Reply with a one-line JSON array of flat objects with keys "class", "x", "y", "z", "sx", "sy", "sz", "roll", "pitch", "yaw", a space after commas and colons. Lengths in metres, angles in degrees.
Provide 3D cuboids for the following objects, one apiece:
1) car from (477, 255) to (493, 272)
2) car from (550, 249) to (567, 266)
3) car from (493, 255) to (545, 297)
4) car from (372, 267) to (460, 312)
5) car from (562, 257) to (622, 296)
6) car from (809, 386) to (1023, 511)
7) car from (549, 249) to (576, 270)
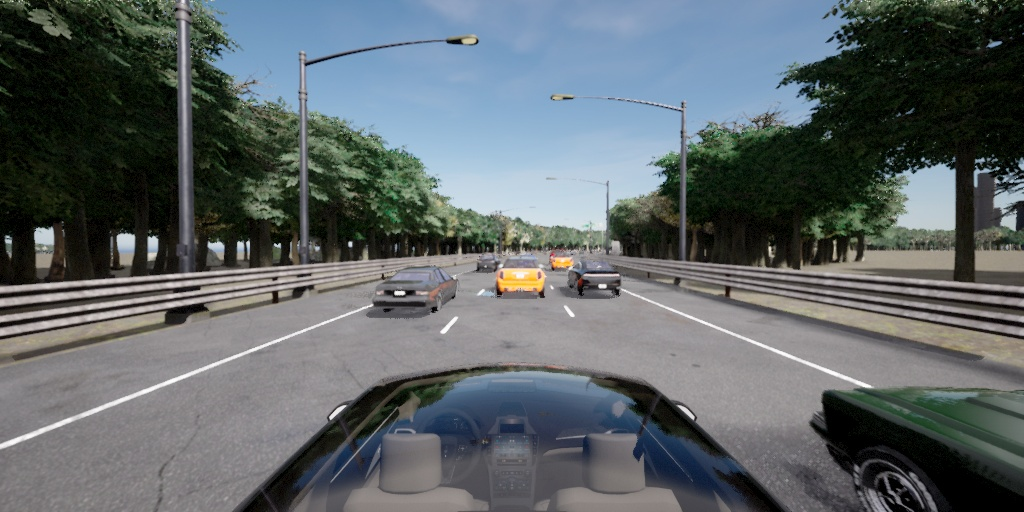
[{"class": "car", "x": -2.110, "y": 0.661, "z": 33.666, "sx": 2.128, "sy": 1.511, "sz": 4.902, "roll": 0, "pitch": 1, "yaw": 4}, {"class": "car", "x": 6.200, "y": 0.126, "z": 48.076, "sx": 2.150, "sy": 2.045, "sz": 5.566, "roll": 0, "pitch": 1, "yaw": 7}, {"class": "car", "x": 0.431, "y": 0.827, "z": 17.031, "sx": 2.097, "sy": 1.767, "sz": 4.553, "roll": 0, "pitch": 1, "yaw": 2}, {"class": "car", "x": -3.223, "y": 1.092, "z": 13.042, "sx": 2.033, "sy": 1.411, "sz": 5.357, "roll": 0, "pitch": 1, "yaw": 2}, {"class": "car", "x": 3.811, "y": 0.967, "z": 17.075, "sx": 2.128, "sy": 1.511, "sz": 4.902, "roll": 0, "pitch": 1, "yaw": 2}, {"class": "car", "x": 3.505, "y": 1.366, "z": 0.919, "sx": 1.895, "sy": 1.301, "sz": 4.718, "roll": 0, "pitch": 1, "yaw": 0}, {"class": "car", "x": 5.012, "y": 0.476, "z": 36.271, "sx": 2.097, "sy": 1.767, "sz": 4.553, "roll": 0, "pitch": 1, "yaw": 5}]
